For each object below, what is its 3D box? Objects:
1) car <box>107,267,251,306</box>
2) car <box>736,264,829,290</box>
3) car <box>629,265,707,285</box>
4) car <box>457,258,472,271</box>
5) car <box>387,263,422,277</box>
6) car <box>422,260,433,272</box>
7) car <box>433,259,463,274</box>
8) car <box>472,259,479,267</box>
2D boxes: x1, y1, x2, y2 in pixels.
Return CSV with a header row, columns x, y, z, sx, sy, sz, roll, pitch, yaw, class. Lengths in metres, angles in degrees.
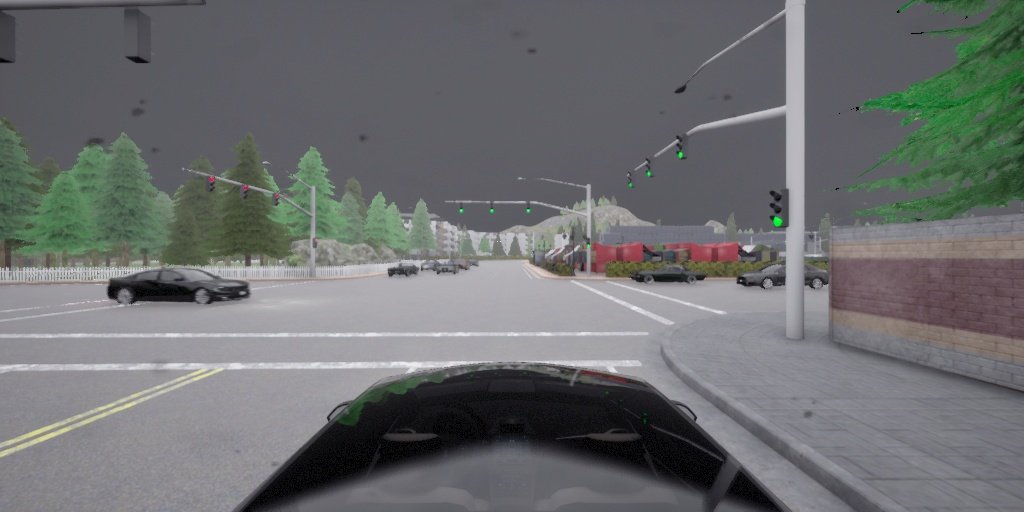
x,y,z,sx,sy,sz,roll,pitch,yaw,class
-13.757,1.243,14.996,5.008,1.535,1.882,1,-1,0,car
16.138,1.198,21.484,4.892,1.490,1.837,-1,0,0,car
10.721,1.297,24.951,4.718,1.301,1.895,0,0,0,car
-7.104,1.105,49.409,2.097,1.767,4.553,0,0,0,car
-10.606,1.353,35.188,1.895,1.301,4.718,0,0,0,car
-10.608,1.245,46.511,2.128,1.511,4.902,0,0,0,car
-7.103,1.317,40.032,1.994,1.385,4.181,0,0,0,car
-7.060,1.302,64.980,2.033,1.411,5.357,0,0,0,car
